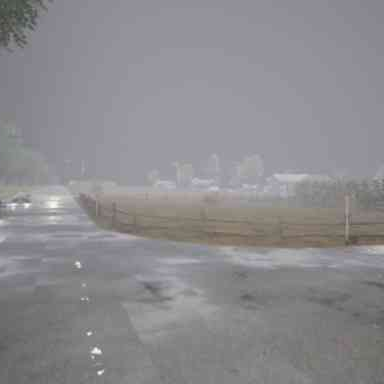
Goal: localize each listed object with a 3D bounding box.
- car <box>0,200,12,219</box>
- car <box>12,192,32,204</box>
[{"bbox_3d":[-14.517,1.122,23.823,1.994,1.385,4.181,1,1,-21],"label":"car"},{"bbox_3d":[-21.938,0.687,43.016,1.812,1.442,4.674,1,1,-21],"label":"car"}]
